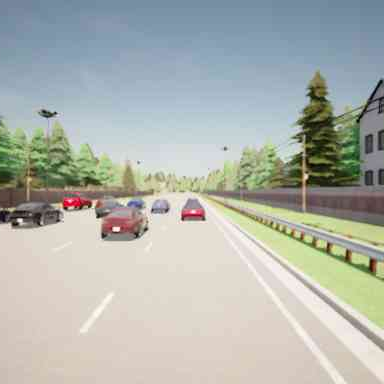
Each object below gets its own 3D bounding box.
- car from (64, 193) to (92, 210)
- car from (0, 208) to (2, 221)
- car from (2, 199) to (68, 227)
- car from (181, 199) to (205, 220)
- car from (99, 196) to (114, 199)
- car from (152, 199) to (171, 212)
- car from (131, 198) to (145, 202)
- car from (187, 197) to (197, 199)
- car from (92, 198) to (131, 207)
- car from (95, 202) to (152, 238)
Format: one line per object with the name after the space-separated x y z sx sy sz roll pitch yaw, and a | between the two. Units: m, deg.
-13.920 1.149 40.687 2.150 2.045 5.566 0 0 0 | car
-13.905 1.463 22.003 1.837 1.490 4.892 0 0 0 | car
-10.405 1.463 22.534 1.837 1.490 4.892 0 0 0 | car
0.094 1.517 27.979 1.994 1.385 4.181 0 0 0 | car
-10.421 1.277 41.363 2.097 1.767 4.553 0 0 0 | car
-3.434 1.484 37.100 2.033 1.411 5.357 0 0 0 | car
-6.972 1.452 42.163 1.812 1.442 4.674 0 0 1 | car
0.091 1.478 51.108 1.994 1.385 4.181 0 0 0 | car
-6.999 1.512 29.244 1.994 1.385 4.181 0 0 0 | car
-3.406 1.495 17.284 1.812 1.442 4.674 0 0 0 | car
